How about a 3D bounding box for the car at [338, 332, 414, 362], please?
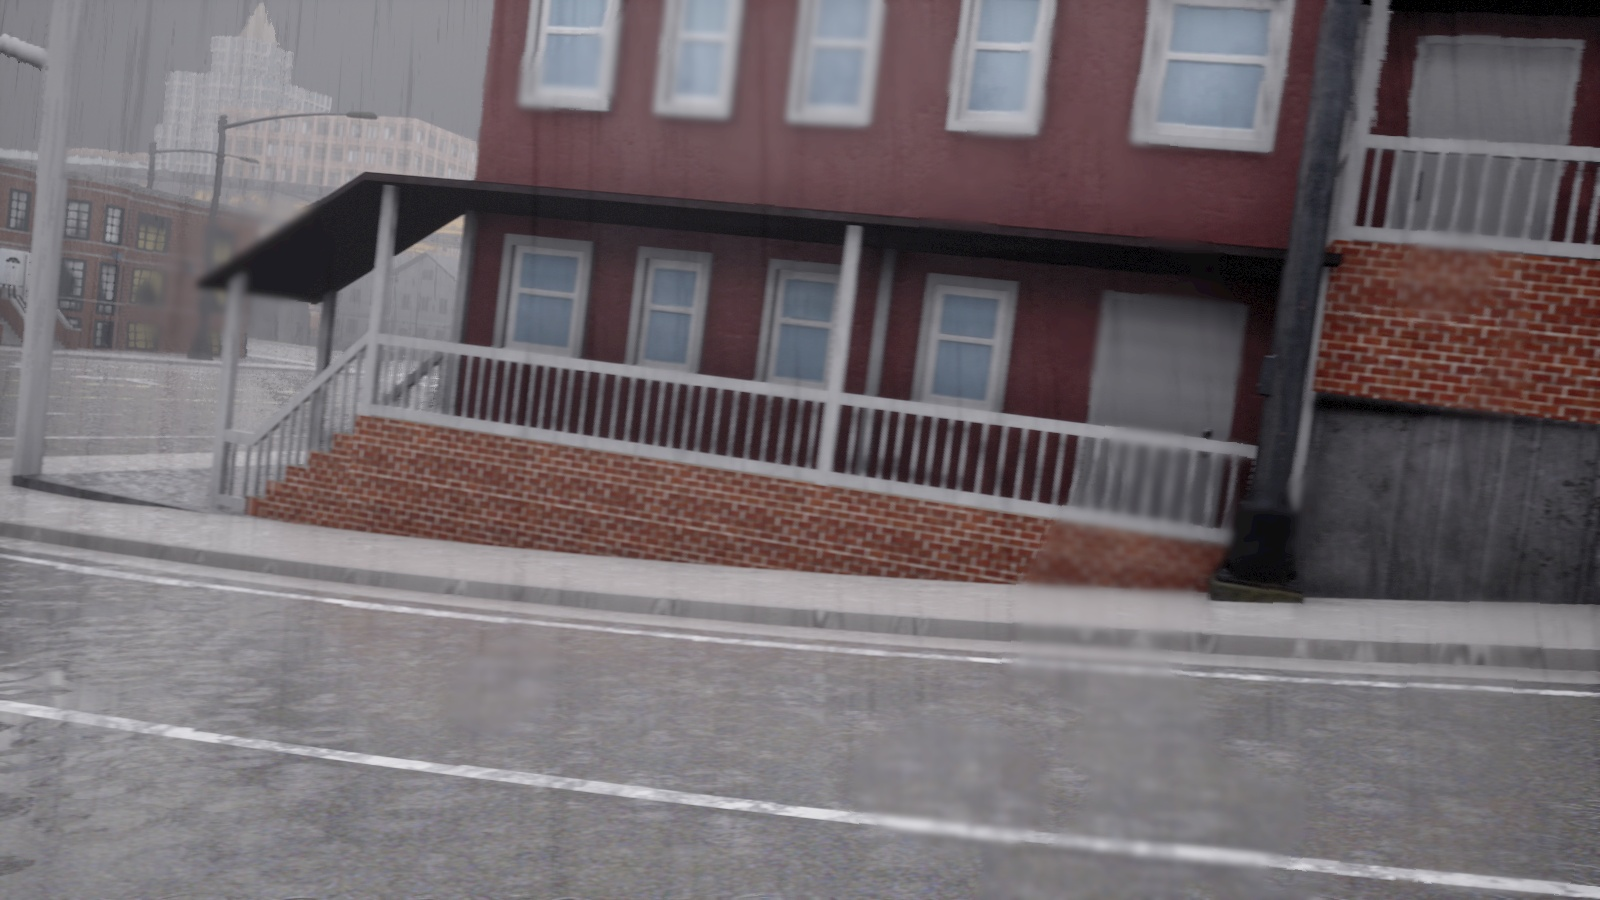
[{"bbox_3d":[-29.221,-7.108,86.576,4.674,1.442,1.812,9,4,19],"label":"car"}]
